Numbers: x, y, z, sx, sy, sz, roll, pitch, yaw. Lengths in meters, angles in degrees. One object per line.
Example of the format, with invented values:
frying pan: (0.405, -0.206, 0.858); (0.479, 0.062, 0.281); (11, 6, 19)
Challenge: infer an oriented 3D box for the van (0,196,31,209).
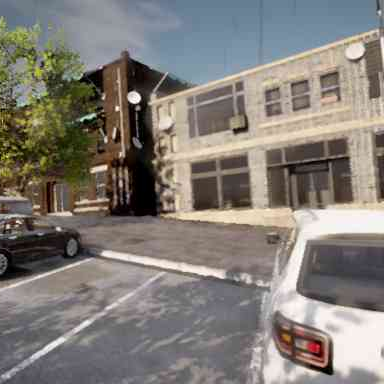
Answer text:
van: (-7.665, 1.132, 11.382); (1.878, 1.987, 4.442); (1, 0, 16)

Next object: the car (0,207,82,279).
car: (-5.194, 1.389, 9.723); (2.231, 1.521, 4.892); (1, 0, 16)
